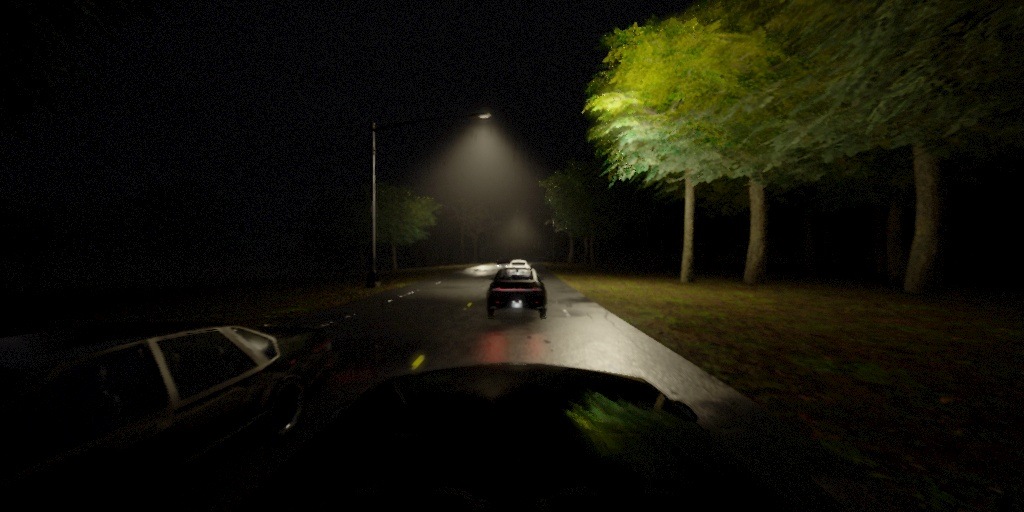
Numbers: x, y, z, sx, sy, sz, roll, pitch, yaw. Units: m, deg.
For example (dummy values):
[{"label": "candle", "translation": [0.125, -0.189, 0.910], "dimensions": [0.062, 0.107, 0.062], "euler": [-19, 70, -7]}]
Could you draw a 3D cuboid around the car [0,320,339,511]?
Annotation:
[{"label": "car", "translation": [-3.359, 1.288, 2.594], "dimensions": [2.033, 1.411, 5.357], "euler": [0, 0, 2]}]

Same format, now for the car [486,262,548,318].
[{"label": "car", "translation": [0.178, 1.147, 12.447], "dimensions": [2.128, 1.511, 4.902], "euler": [0, 0, 1]}]

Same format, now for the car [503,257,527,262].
[{"label": "car", "translation": [0.542, 1.040, 28.585], "dimensions": [1.812, 1.442, 4.674], "euler": [0, 1, 2]}]

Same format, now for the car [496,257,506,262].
[{"label": "car", "translation": [-1.511, 0.843, 60.837], "dimensions": [1.994, 1.385, 4.181], "euler": [0, 0, 4]}]
